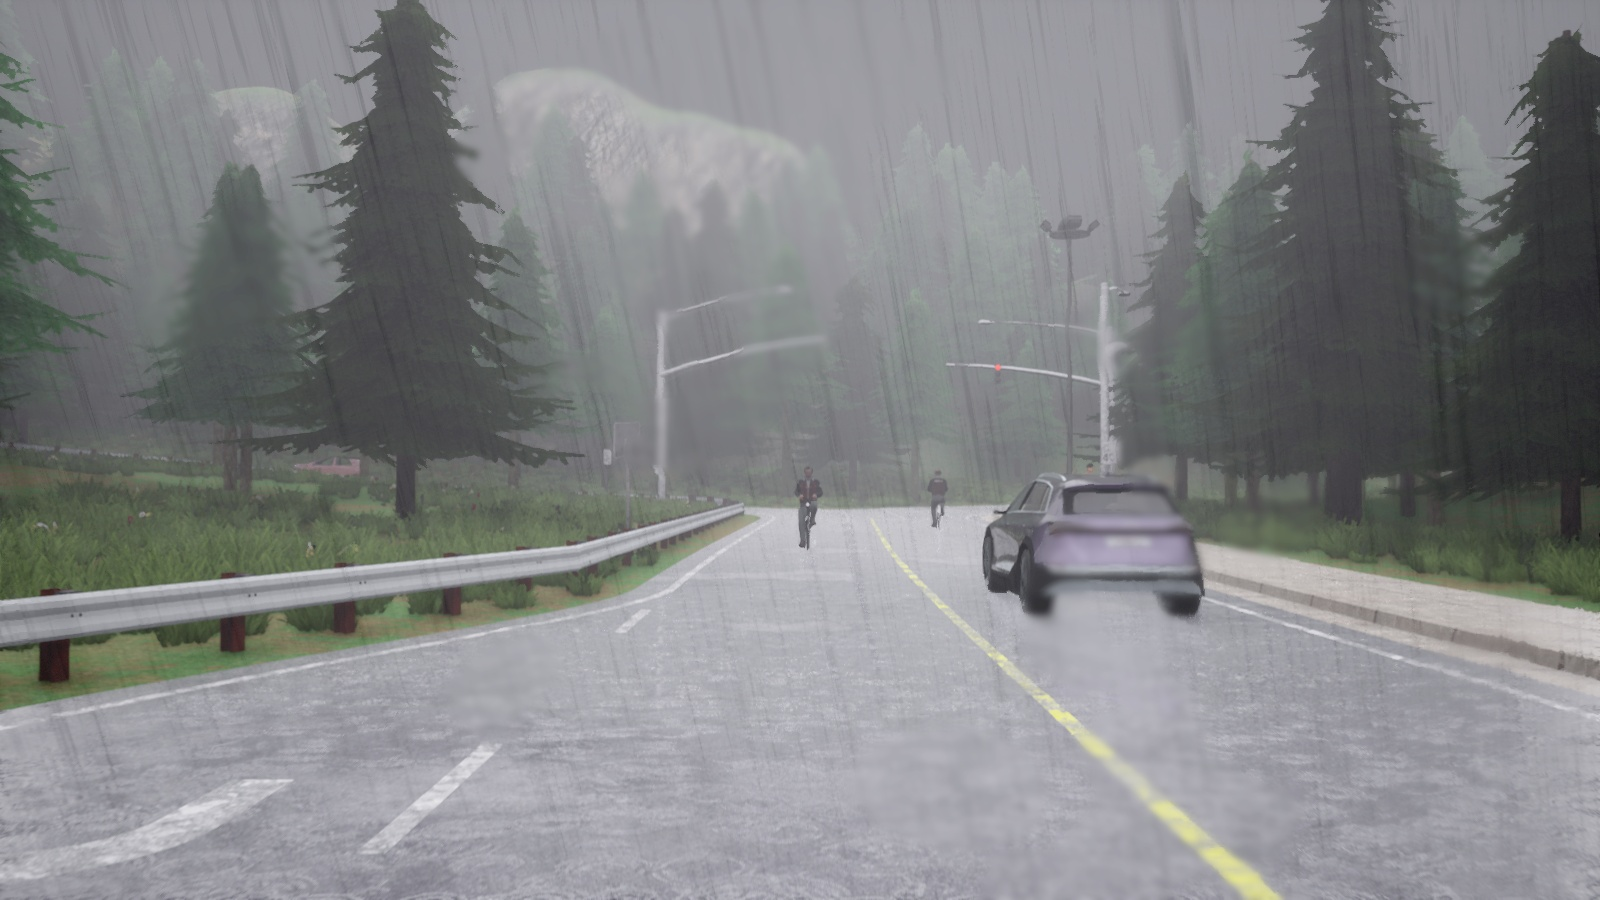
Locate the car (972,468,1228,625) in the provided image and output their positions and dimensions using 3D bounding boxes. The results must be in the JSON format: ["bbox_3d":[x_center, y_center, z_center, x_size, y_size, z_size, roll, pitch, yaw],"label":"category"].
[{"bbox_3d":[3.488,1.048,15.643,2.033,1.649,4.856,0,-1,0],"label":"car"}]

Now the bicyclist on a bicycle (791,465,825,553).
[{"bbox_3d":[0.176,1.214,26.392,0.659,1.776,1.843,0,-1,2],"label":"bicyclist on a bicycle"}]

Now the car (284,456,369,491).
[{"bbox_3d":[-23.961,1.210,63.627,3.633,1.501,1.845,4,-2,-8],"label":"car"}]
